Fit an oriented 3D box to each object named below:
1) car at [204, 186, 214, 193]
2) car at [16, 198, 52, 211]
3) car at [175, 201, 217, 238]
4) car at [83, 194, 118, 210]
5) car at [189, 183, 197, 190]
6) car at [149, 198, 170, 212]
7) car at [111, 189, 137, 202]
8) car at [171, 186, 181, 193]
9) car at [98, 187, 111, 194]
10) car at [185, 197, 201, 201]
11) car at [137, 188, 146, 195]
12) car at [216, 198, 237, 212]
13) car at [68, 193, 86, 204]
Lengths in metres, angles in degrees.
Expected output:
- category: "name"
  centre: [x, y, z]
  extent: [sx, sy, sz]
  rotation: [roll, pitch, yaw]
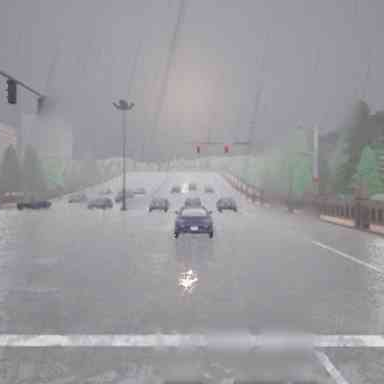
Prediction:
- category: "car"
  centre: [3.599, -0.526, 70.556]
  extent: [1.895, 1.301, 4.718]
  rotation: [0, 7, 0]
- category: "car"
  centre: [-17.628, 1.369, 37.267]
  extent: [1.895, 1.301, 4.718]
  rotation: [0, 0, 1]
- category: "car"
  centre: [0.092, 1.420, 16.988]
  extent: [1.812, 1.442, 4.674]
  rotation: [0, 0, 0]
- category: "car"
  centre: [-10.587, 1.300, 38.901]
  extent: [2.033, 1.411, 5.357]
  rotation: [0, 0, 0]
- category: "car"
  centre: [0.131, -1.332, 76.316]
  extent: [2.033, 1.411, 5.357]
  rotation: [0, 8, 0]
- category: "car"
  centre: [-3.398, 1.325, 35.326]
  extent: [2.033, 1.411, 5.357]
  rotation: [0, 0, 0]
- category: "car"
  centre: [-10.569, 0.698, 52.070]
  extent: [2.150, 2.045, 5.566]
  rotation: [0, 3, -1]
- category: "car"
  centre: [-3.401, -0.617, 70.553]
  extent: [1.837, 1.490, 4.892]
  rotation: [0, 7, 0]
- category: "car"
  centre: [-17.424, -0.124, 66.581]
  extent: [1.812, 1.442, 4.674]
  rotation: [0, 6, 0]
- category: "car"
  centre: [0.103, 1.300, 41.204]
  extent: [1.994, 1.385, 4.181]
  rotation: [0, 0, 0]
- category: "car"
  centre: [-10.429, -0.139, 66.992]
  extent: [1.994, 1.385, 4.181]
  rotation: [0, 6, 1]
- category: "car"
  centre: [3.603, 1.326, 35.324]
  extent: [2.033, 1.411, 5.357]
  rotation: [0, 0, 0]
- category: "car"
  centre: [-17.558, 1.013, 51.430]
  extent: [1.837, 1.490, 4.892]
  rotation: [0, 2, 0]
